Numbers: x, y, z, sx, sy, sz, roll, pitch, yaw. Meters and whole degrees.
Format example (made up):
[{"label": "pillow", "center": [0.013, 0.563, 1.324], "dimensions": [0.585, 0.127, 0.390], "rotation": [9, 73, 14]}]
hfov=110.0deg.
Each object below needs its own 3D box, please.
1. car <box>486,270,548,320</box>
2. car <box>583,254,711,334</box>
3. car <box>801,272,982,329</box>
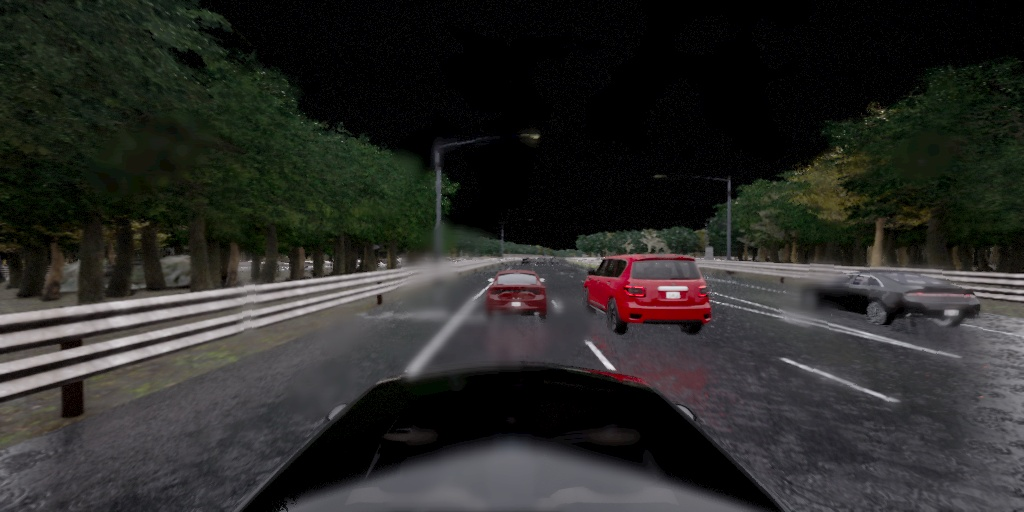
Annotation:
[{"label": "car", "center": [0.171, 1.226, 12.726], "dimensions": [1.882, 1.535, 5.008], "rotation": [0, 0, 1]}, {"label": "car", "center": [3.650, 0.973, 10.754], "dimensions": [2.150, 2.045, 5.566], "rotation": [0, 0, 0]}, {"label": "car", "center": [11.370, 1.239, 11.329], "dimensions": [2.128, 1.511, 4.902], "rotation": [0, 0, 9]}]
